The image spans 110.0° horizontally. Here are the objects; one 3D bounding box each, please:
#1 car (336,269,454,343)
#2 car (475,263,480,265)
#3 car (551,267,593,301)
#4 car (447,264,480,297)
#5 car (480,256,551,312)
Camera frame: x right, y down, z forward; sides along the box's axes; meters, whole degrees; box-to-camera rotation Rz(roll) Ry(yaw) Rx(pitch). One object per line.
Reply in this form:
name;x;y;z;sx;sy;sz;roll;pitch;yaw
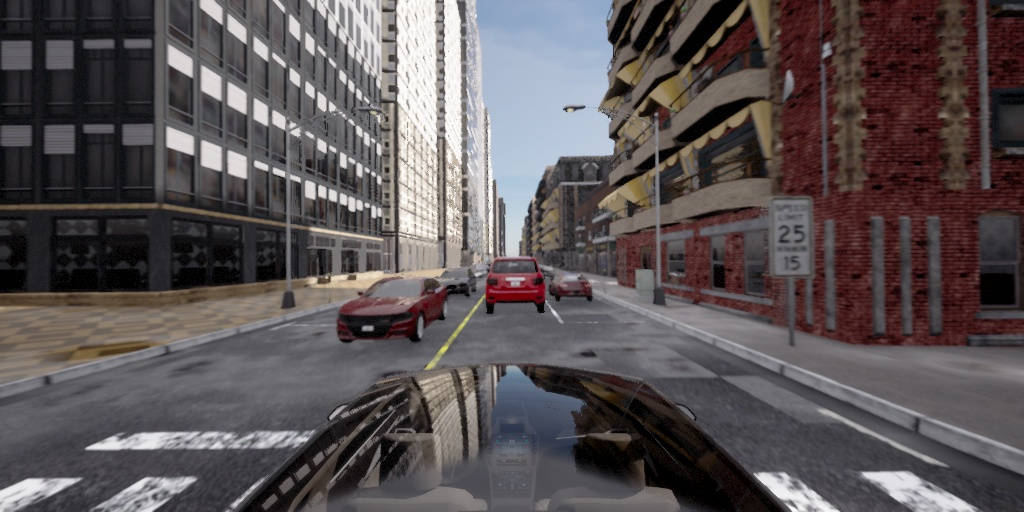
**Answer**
car;-3.088;1.301;10.192;1.882;1.535;5.008;-1;0;0
car;-3.002;1.511;33.804;2.128;1.511;4.902;-1;0;0
car;2.779;1.406;17.374;1.802;1.307;4.207;0;0;0
car;-3.056;1.408;20.013;1.837;1.490;4.892;-1;0;0
car;0.122;1.050;14.736;2.150;2.045;5.566;-1;0;0
